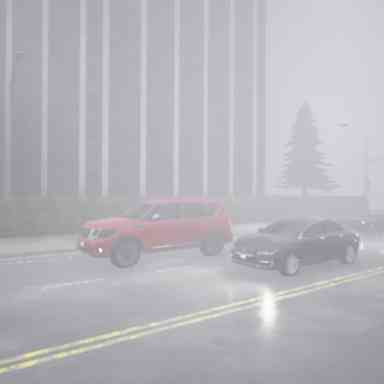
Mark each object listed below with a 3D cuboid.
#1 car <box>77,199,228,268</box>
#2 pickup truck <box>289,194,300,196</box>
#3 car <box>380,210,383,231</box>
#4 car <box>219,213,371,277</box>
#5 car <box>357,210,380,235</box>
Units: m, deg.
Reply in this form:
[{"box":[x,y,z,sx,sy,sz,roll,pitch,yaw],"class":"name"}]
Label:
[{"box":[-1.080,1.264,11.751,5.566,2.045,2.150,1,0,-35],"class":"car"},{"box":[23.904,1.522,77.676,2.390,2.098,6.274,0,0,-5],"class":"pickup truck"},{"box":[11.404,1.639,16.128,4.892,1.490,1.837,1,0,-34],"class":"car"},{"box":[3.418,1.569,10.608,4.892,1.490,1.837,1,-1,-35],"class":"car"},{"box":[10.648,1.746,19.847,4.718,1.301,1.895,0,0,-34],"class":"car"}]
